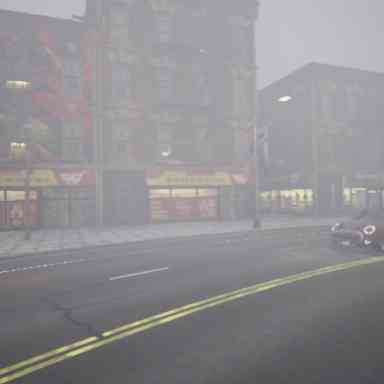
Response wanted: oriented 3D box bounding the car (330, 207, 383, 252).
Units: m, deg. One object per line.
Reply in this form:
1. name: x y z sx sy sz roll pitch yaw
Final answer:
1. car: 8.124 1.432 14.224 4.553 1.767 2.097 -1 -1 -26
